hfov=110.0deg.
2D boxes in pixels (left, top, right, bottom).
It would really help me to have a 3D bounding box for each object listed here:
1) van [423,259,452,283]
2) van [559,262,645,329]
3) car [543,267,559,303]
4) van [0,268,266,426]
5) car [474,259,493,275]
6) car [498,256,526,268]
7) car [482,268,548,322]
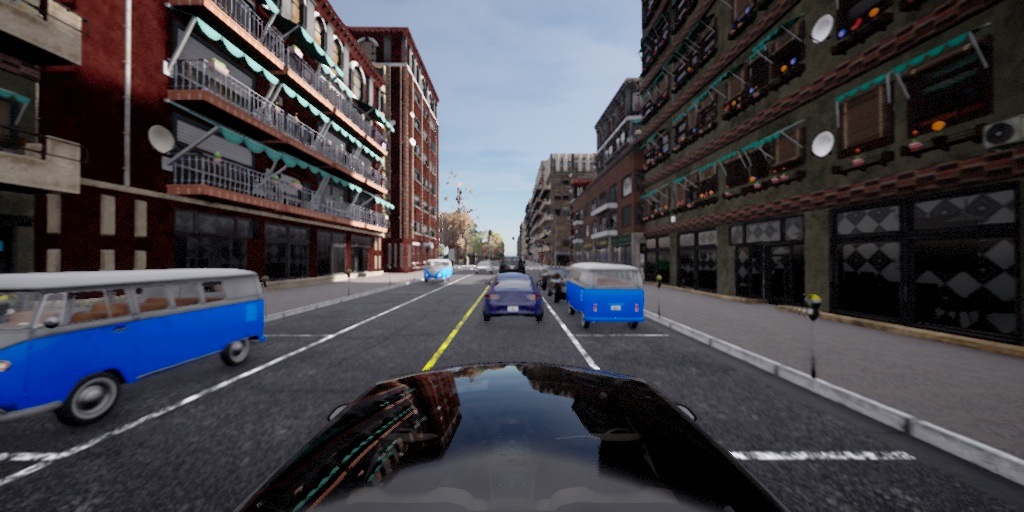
[{"bbox_3d":[-5.762,1.150,28.047,1.690,1.789,3.998,0,0,0],"label":"van"},{"bbox_3d":[2.668,1.110,11.087,1.690,1.789,3.998,0,0,0],"label":"van"},{"bbox_3d":[2.651,1.348,16.748,1.948,1.339,4.313,0,0,0],"label":"car"},{"bbox_3d":[-5.697,1.098,5.400,1.690,1.789,3.998,0,0,0],"label":"van"},{"bbox_3d":[-3.200,1.372,41.300,1.812,1.442,4.674,0,0,0],"label":"car"},{"bbox_3d":[0.005,1.038,31.112,2.150,2.045,5.566,0,0,0],"label":"car"},{"bbox_3d":[0.043,1.297,12.232,1.812,1.442,4.674,0,0,0],"label":"car"}]
